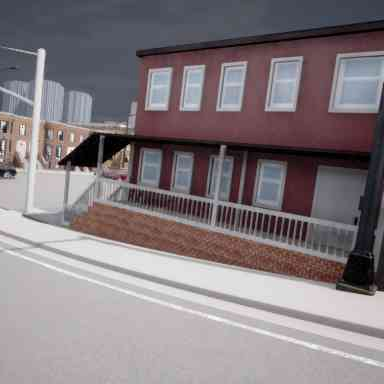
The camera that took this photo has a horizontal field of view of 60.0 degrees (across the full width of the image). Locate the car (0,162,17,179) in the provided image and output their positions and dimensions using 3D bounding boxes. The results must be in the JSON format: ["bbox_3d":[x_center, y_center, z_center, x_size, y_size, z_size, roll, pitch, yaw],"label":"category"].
[{"bbox_3d":[-18.523,-2.039,30.096,1.837,1.490,4.892,10,6,35],"label":"car"}]

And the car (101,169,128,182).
[{"bbox_3d":[-8.888,-2.060,43.471,1.882,1.535,5.008,10,6,35],"label":"car"}]

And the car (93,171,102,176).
[{"bbox_3d":[-11.117,-2.508,46.320,2.033,1.411,5.357,10,6,35],"label":"car"}]
